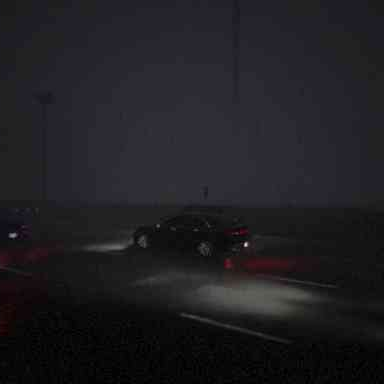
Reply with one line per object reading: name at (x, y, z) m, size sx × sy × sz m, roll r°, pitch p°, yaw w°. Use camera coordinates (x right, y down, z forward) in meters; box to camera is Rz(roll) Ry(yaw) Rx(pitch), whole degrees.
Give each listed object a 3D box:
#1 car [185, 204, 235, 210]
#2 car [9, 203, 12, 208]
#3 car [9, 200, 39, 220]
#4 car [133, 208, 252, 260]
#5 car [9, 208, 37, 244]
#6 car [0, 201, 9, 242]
car at (0.331, 1.391, 16.658) m, size 4.553 × 1.767 × 2.097 m, roll 0°, pitch 0°, yaw 36°
car at (-15.247, 1.657, 23.478) m, size 5.357 × 1.411 × 2.033 m, roll 0°, pitch 0°, yaw 36°
car at (-14.623, 1.469, 27.331) m, size 4.553 × 1.767 × 2.097 m, roll 0°, pitch 0°, yaw 36°
car at (-0.130, 1.536, 12.688) m, size 4.892 × 1.490 × 1.837 m, roll 0°, pitch 0°, yaw 36°
car at (-9.136, 1.593, 14.815) m, size 4.674 × 1.442 × 1.812 m, roll 0°, pitch 0°, yaw 36°
car at (-7.821, 1.271, 9.576) m, size 5.566 × 2.045 × 2.150 m, roll 0°, pitch 0°, yaw 36°
